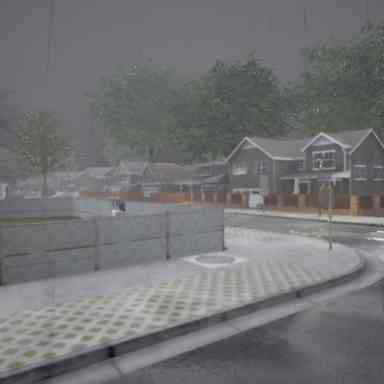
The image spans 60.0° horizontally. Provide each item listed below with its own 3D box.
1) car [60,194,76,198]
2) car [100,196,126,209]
[{"bbox_3d":[-19.000,1.041,50.954,1.837,1.490,4.892,-1,1,-35],"label":"car"},{"bbox_3d":[-8.765,1.140,36.305,2.033,1.411,5.357,-1,1,-35],"label":"car"}]
